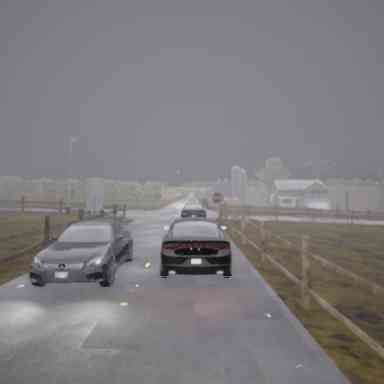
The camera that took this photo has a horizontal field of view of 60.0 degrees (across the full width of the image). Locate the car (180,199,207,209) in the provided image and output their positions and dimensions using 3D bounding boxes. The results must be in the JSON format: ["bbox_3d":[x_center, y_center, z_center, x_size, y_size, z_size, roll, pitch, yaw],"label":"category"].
[{"bbox_3d":[0.115,1.582,25.285,1.882,1.535,5.008,0,0,0],"label":"car"}]

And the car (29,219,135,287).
[{"bbox_3d":[-2.837,1.560,9.577,1.812,1.442,4.674,0,0,0],"label":"car"}]

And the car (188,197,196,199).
[{"bbox_3d":[0.039,2.104,93.336,2.128,1.511,4.902,0,0,0],"label":"car"}]

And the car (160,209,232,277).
[{"bbox_3d":[0.104,1.516,10.430,1.882,1.535,5.008,0,0,0],"label":"car"}]
